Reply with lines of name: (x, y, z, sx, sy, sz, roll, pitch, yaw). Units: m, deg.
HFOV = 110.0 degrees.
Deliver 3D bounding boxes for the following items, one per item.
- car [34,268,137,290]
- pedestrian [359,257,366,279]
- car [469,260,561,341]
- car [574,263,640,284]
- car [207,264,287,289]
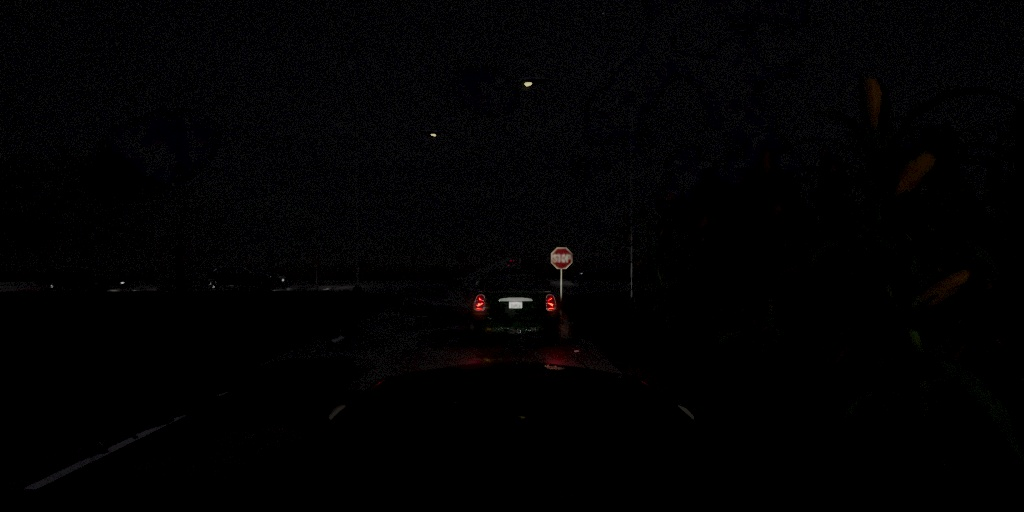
car: (-27.452, 1.434, 23.210, 4.718, 1.301, 1.895, 0, 2, 0)
pedestrian: (-12.252, 0.983, 29.271, 0.375, 1.860, 0.375, 0, 2, 0)
car: (0.027, 1.098, 10.000, 2.097, 1.767, 4.553, 0, 0, -1)
car: (6.962, 1.248, 26.372, 4.674, 1.442, 1.812, 0, 2, 0)
car: (-17.330, 1.301, 23.269, 4.902, 1.511, 2.128, 0, 2, 0)
